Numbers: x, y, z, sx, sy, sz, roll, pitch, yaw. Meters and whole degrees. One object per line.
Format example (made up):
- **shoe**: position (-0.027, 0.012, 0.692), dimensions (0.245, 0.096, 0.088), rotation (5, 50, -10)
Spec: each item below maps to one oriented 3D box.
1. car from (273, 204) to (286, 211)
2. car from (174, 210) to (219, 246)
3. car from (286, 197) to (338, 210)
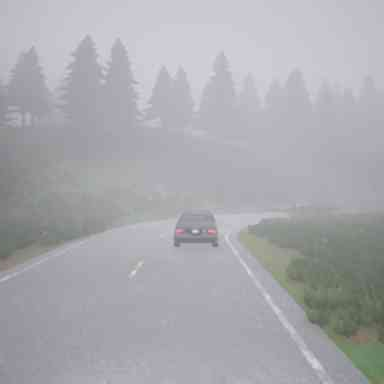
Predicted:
- **car**: position (10.651, 1.562, 34.018), dimensions (4.718, 1.301, 1.895), rotation (3, -1, -22)
- **car**: position (0.249, 1.511, 14.959), dimensions (2.033, 1.411, 5.357), rotation (0, 0, 3)
- **car**: position (11.293, 1.299, 30.409), dimensions (4.553, 1.767, 2.097), rotation (1, 0, -27)
